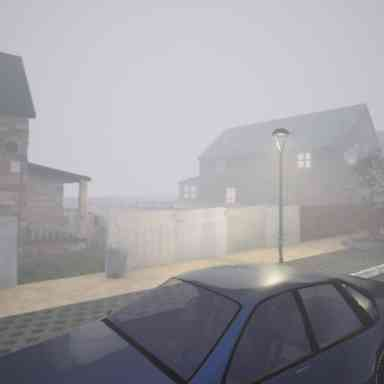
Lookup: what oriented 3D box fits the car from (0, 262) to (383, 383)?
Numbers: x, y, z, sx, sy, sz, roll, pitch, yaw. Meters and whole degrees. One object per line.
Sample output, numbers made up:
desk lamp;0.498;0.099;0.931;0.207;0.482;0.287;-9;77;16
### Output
car;0.499;1.556;3.484;5.357;1.411;2.033;0;0;-36
